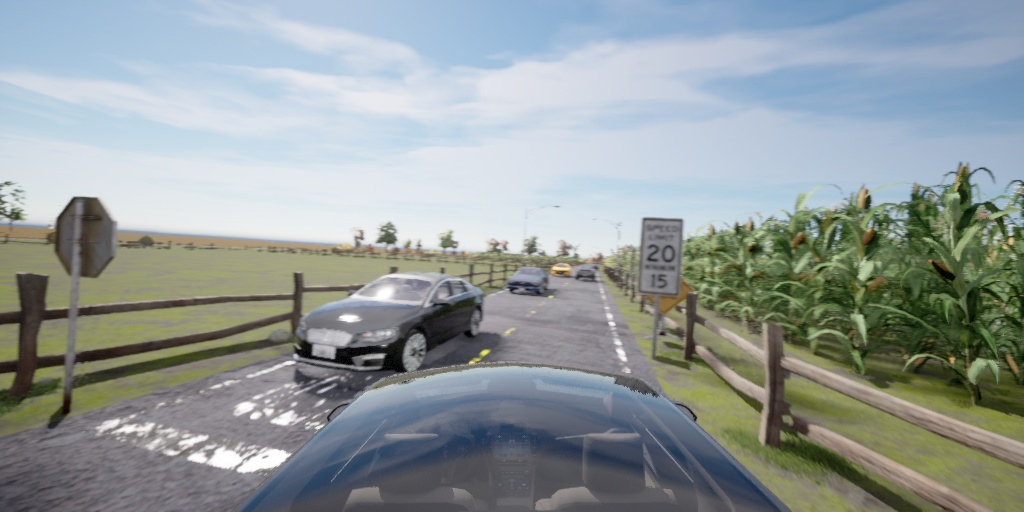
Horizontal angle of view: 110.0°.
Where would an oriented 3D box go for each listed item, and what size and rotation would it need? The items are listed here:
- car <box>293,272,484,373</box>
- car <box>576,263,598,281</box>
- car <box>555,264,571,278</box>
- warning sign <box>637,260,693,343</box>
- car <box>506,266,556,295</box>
[{"bbox_3d":[-2.032,1.113,7.404,2.128,1.511,4.902,4,0,14],"label":"car"},{"bbox_3d":[7.656,1.746,37.158,2.128,1.511,4.902,4,0,13],"label":"car"},{"bbox_3d":[5.820,1.619,41.740,1.882,1.535,5.008,4,0,13],"label":"car"},{"bbox_3d":[3.750,1.104,9.001,1.300,1.860,1.060,0,0,13],"label":"warning sign"},{"bbox_3d":[1.116,1.376,21.253,2.033,1.411,5.357,4,0,13],"label":"car"}]
